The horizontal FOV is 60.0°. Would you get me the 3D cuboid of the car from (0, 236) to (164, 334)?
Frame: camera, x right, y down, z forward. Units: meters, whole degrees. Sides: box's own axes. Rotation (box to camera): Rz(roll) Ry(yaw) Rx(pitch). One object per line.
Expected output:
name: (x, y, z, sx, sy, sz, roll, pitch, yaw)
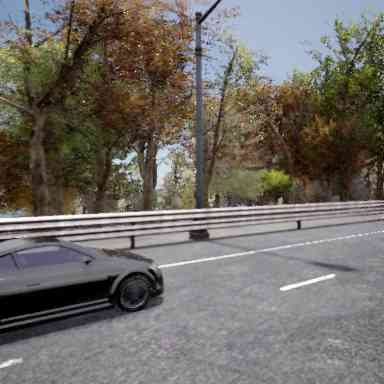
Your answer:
car: (-2.620, 1.527, 6.130, 4.181, 1.385, 1.994, -1, 1, -36)
